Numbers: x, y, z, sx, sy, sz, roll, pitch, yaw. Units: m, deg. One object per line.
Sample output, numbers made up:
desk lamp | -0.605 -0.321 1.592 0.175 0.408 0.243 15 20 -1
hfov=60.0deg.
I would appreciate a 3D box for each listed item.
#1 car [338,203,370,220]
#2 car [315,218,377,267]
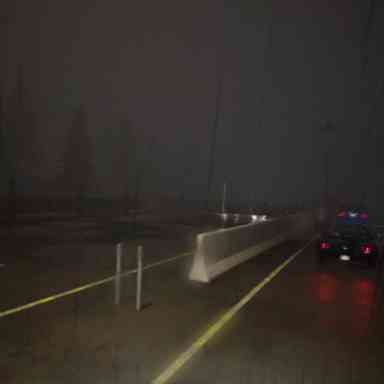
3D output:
car | 13.107 1.903 27.008 2.150 2.045 5.566 2 -1 27
car | 6.039 1.919 12.929 1.895 1.301 4.718 2 0 27
